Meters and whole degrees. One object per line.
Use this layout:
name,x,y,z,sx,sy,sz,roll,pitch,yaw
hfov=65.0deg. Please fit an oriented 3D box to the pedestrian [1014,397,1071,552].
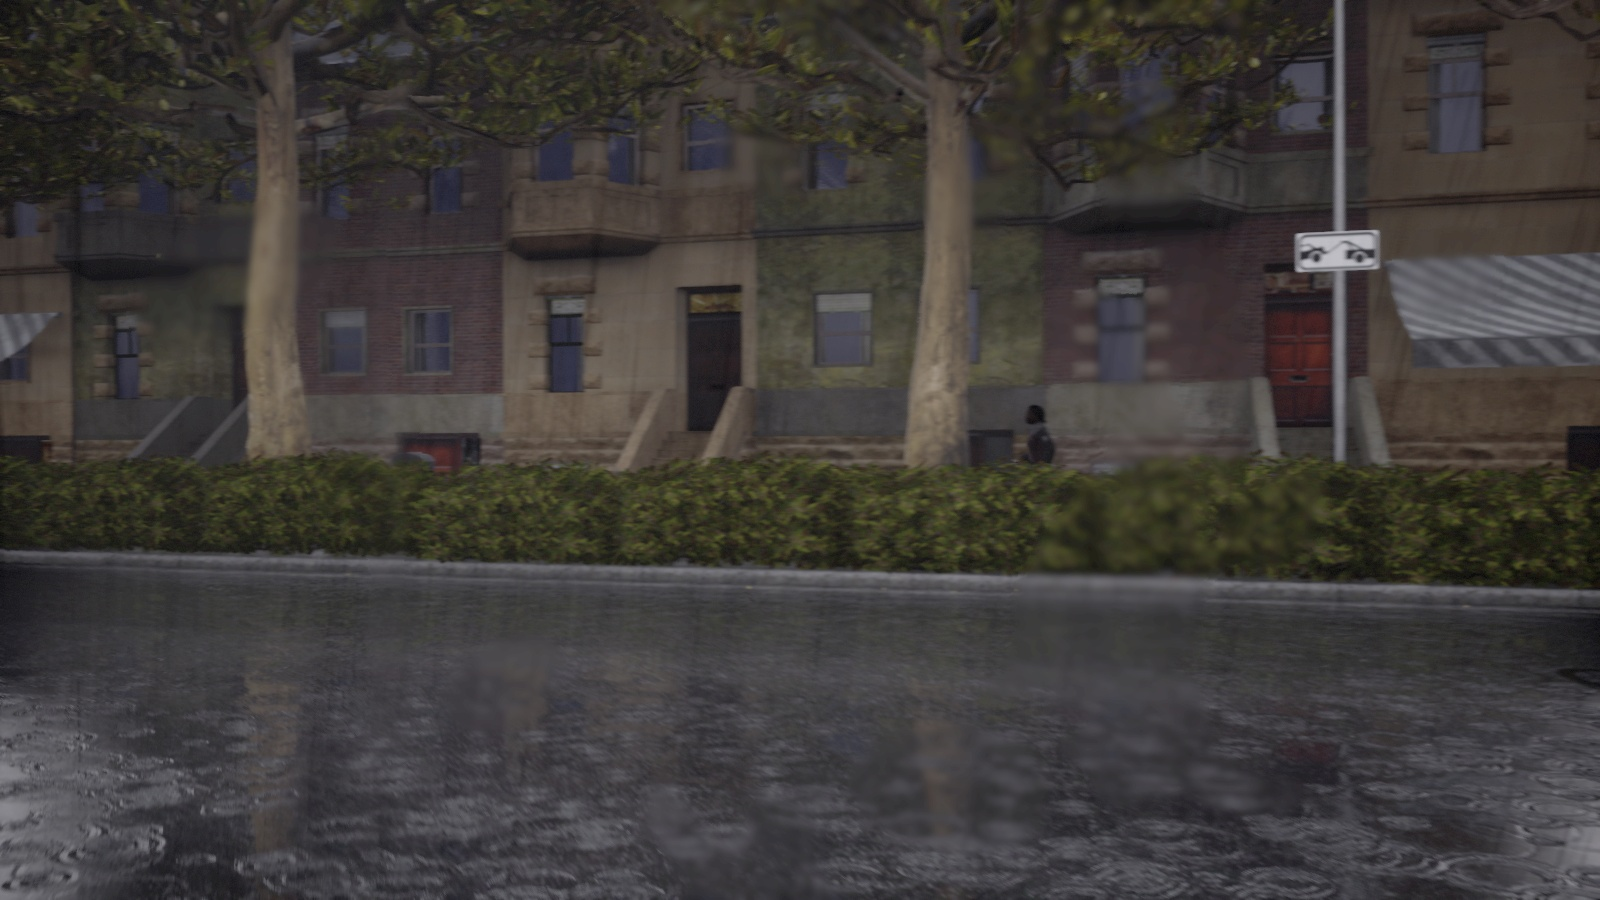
pedestrian,3.073,0.304,15.904,0.666,1.930,0.402,0,0,16
